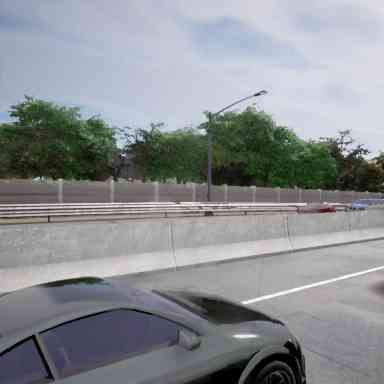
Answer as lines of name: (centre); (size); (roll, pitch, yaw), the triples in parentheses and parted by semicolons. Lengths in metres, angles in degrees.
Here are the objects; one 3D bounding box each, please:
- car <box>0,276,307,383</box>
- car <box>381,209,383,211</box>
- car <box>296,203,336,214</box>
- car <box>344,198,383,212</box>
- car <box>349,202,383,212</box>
car: (-0.842, 1.566, 3.152); (4.181, 1.385, 1.994); (0, 0, -35)
car: (7.248, 1.408, 8.876); (4.553, 1.767, 2.097); (1, 0, -36)
car: (12.878, 1.850, 34.574); (5.008, 1.535, 1.882); (2, -1, -35)
car: (17.720, 1.676, 33.717); (5.566, 2.045, 2.150); (2, -1, -35)
car: (15.658, 1.814, 27.964); (5.008, 1.535, 1.882); (2, -1, -35)
